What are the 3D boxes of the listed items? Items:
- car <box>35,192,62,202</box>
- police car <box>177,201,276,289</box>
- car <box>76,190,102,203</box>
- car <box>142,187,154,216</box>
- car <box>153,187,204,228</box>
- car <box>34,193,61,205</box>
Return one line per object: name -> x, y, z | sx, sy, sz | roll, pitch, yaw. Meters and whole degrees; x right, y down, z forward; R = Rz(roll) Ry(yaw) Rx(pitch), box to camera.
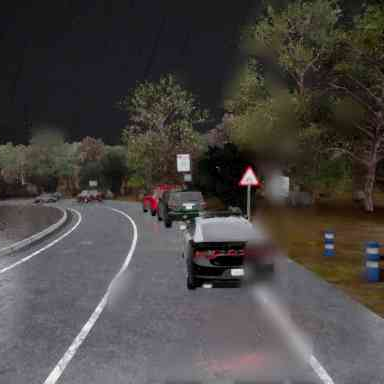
car -> -23.794, 0.861, 54.971 | 4.718, 1.301, 1.895 | -2, 4, 38
police car -> 0.716, 1.291, 9.053 | 1.930, 1.638, 5.238 | 0, 2, -4
car -> -13.995, 0.494, 44.941 | 2.097, 1.767, 4.553 | -5, 3, -39
car -> -2.368, 0.636, 25.322 | 2.150, 2.045, 5.566 | -2, 2, -18
car -> -0.720, 0.799, 19.272 | 2.150, 2.045, 5.566 | -1, 2, -12
car -> -20.824, 1.010, 47.341 | 1.994, 1.385, 4.181 | -6, 4, -44
